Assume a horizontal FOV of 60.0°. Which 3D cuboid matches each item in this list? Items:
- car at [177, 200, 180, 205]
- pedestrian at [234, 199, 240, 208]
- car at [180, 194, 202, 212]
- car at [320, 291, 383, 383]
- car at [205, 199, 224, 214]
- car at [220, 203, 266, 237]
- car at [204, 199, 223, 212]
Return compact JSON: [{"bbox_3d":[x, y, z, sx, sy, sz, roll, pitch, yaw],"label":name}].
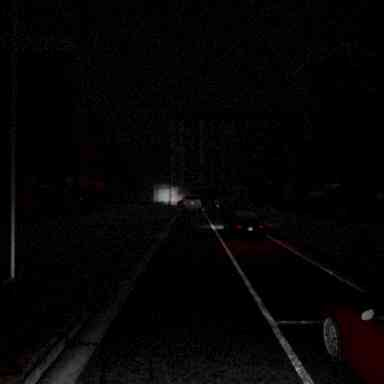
[{"bbox_3d":[-1.001,1.710,56.811,1.895,1.301,4.718,1,0,-22],"label":"car"},{"bbox_3d":[2.754,1.326,20.807,0.375,1.860,0.375,0,-1,0],"label":"pedestrian"},{"bbox_3d":[0.065,1.296,40.107,2.150,2.045,5.566,0,0,1],"label":"car"},{"bbox_3d":[2.646,1.586,3.025,1.802,1.307,4.206,0,0,0],"label":"car"},{"bbox_3d":[2.651,1.504,36.047,1.967,1.590,4.097,0,0,0],"label":"car"},{"bbox_3d":[2.753,1.553,17.963,1.812,1.442,4.674,0,0,0],"label":"car"},{"bbox_3d":[2.651,1.628,41.550,2.008,1.369,4.403,0,0,0],"label":"car"}]
